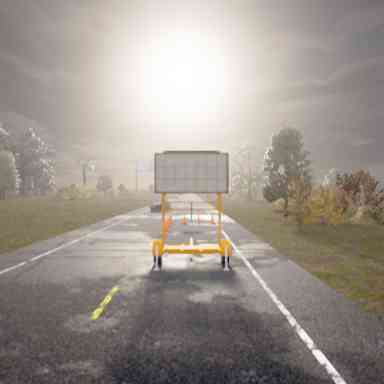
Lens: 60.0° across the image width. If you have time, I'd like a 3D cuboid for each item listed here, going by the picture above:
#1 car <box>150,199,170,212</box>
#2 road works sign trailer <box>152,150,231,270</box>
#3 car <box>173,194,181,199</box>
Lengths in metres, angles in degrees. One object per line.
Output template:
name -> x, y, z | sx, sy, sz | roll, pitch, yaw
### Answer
car -> -3.653, 1.525, 38.324 | 1.994, 1.385, 4.181 | 0, 0, 0
road works sign trailer -> -0.016, 0.450, 10.900 | 2.380, 3.560, 2.880 | 0, 0, 0
car -> -3.618, 1.220, 79.672 | 1.812, 1.442, 4.674 | 0, 0, 0
